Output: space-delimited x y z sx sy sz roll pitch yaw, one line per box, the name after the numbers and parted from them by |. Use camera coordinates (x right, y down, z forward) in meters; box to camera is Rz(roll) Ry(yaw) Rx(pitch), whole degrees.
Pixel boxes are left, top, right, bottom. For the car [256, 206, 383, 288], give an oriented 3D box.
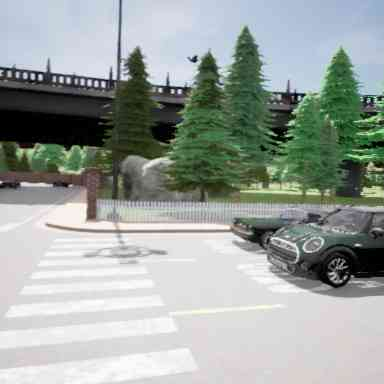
4.246 1.155 8.358 4.553 1.767 2.097 2 2 -14 | car

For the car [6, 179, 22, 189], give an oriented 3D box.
-25.686 -1.169 47.515 2.033 1.411 5.357 1 2 -18 | car

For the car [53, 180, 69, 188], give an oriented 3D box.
-23.416 -1.504 59.371 1.994 1.385 4.181 1 3 -34 | car

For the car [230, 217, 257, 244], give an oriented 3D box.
3.808 1.258 11.882 4.718 1.301 1.895 2 2 -13 | car

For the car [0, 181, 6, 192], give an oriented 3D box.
-22.645 -0.644 36.824 1.994 1.385 4.181 2 2 -15 | car
